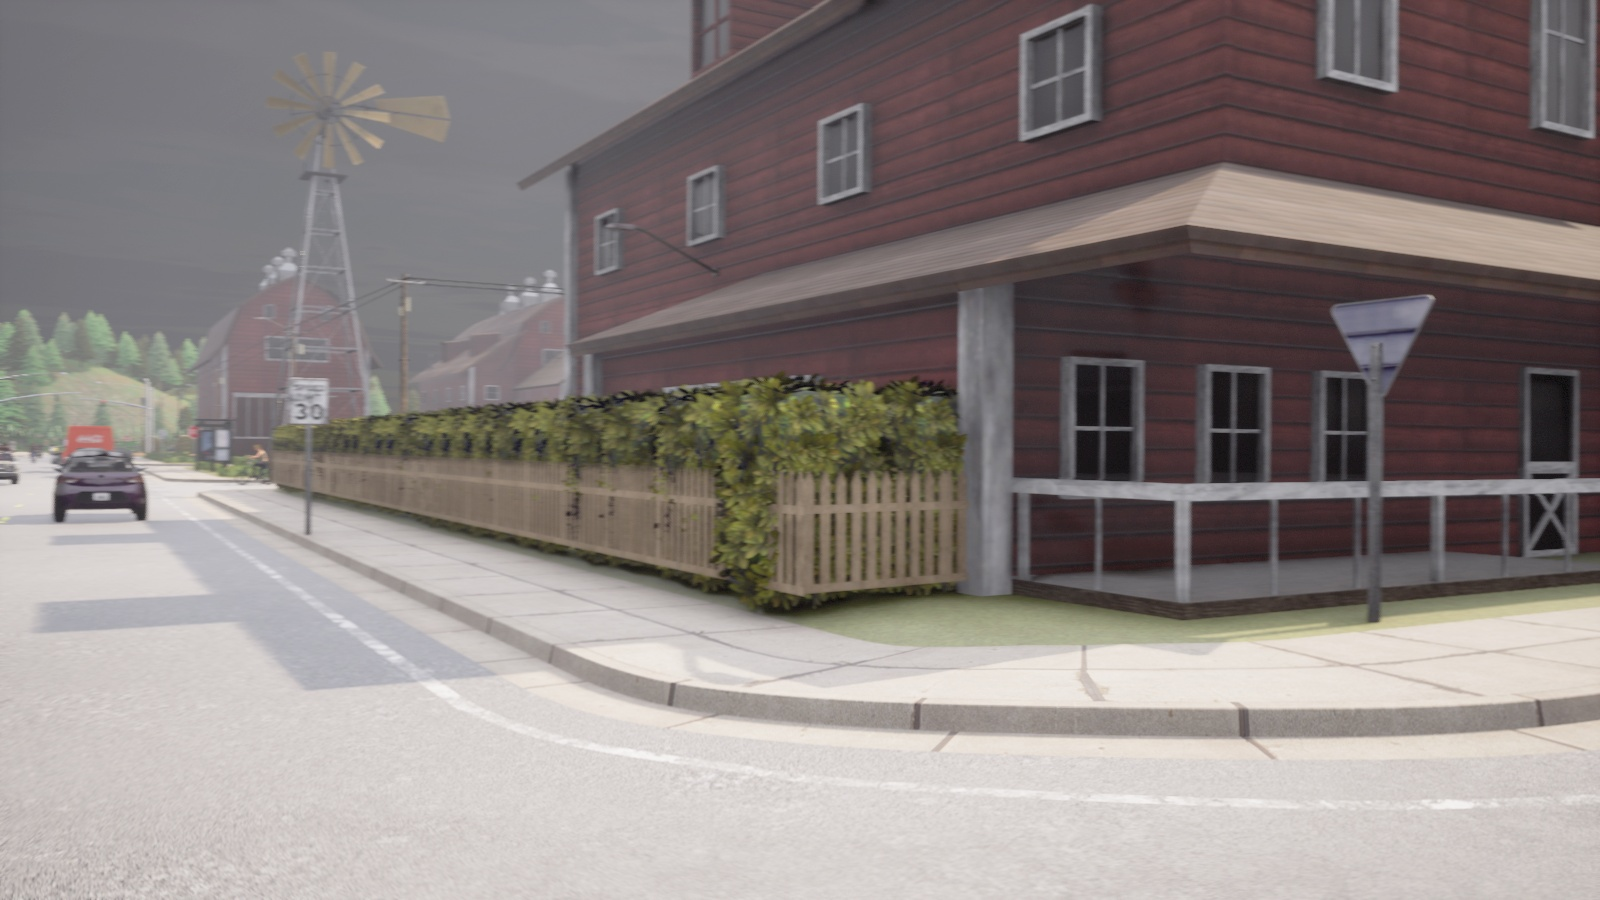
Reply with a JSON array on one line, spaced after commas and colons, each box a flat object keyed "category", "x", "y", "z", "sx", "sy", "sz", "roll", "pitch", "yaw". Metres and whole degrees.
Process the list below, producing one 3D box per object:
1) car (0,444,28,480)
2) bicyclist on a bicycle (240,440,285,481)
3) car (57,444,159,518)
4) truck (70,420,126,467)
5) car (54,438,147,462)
[{"category": "car", "x": -31.192, "y": 0.443, "z": 48.927, "sx": 1.895, "sy": 1.301, "sz": 4.718, "roll": 1, "pitch": 0, "yaw": -32}, {"category": "bicyclist on a bicycle", "x": -21.309, "y": 0.417, "z": 49.787, "sx": 1.509, "sy": 1.612, "sz": 0.866, "roll": 1, "pitch": 0, "yaw": -15}, {"category": "car", "x": -15.233, "y": 0.631, "z": 27.618, "sx": 1.816, "sy": 1.474, "sz": 4.193, "roll": 1, "pitch": 0, "yaw": -29}, {"category": "truck", "x": -39.363, "y": -0.334, "z": 70.396, "sx": 2.627, "sy": 2.467, "sz": 5.204, "roll": 1, "pitch": -2, "yaw": -30}, {"category": "car", "x": -45.935, "y": 0.013, "z": 82.527, "sx": 2.128, "sy": 1.511, "sz": 4.902, "roll": 1, "pitch": 0, "yaw": 36}]
